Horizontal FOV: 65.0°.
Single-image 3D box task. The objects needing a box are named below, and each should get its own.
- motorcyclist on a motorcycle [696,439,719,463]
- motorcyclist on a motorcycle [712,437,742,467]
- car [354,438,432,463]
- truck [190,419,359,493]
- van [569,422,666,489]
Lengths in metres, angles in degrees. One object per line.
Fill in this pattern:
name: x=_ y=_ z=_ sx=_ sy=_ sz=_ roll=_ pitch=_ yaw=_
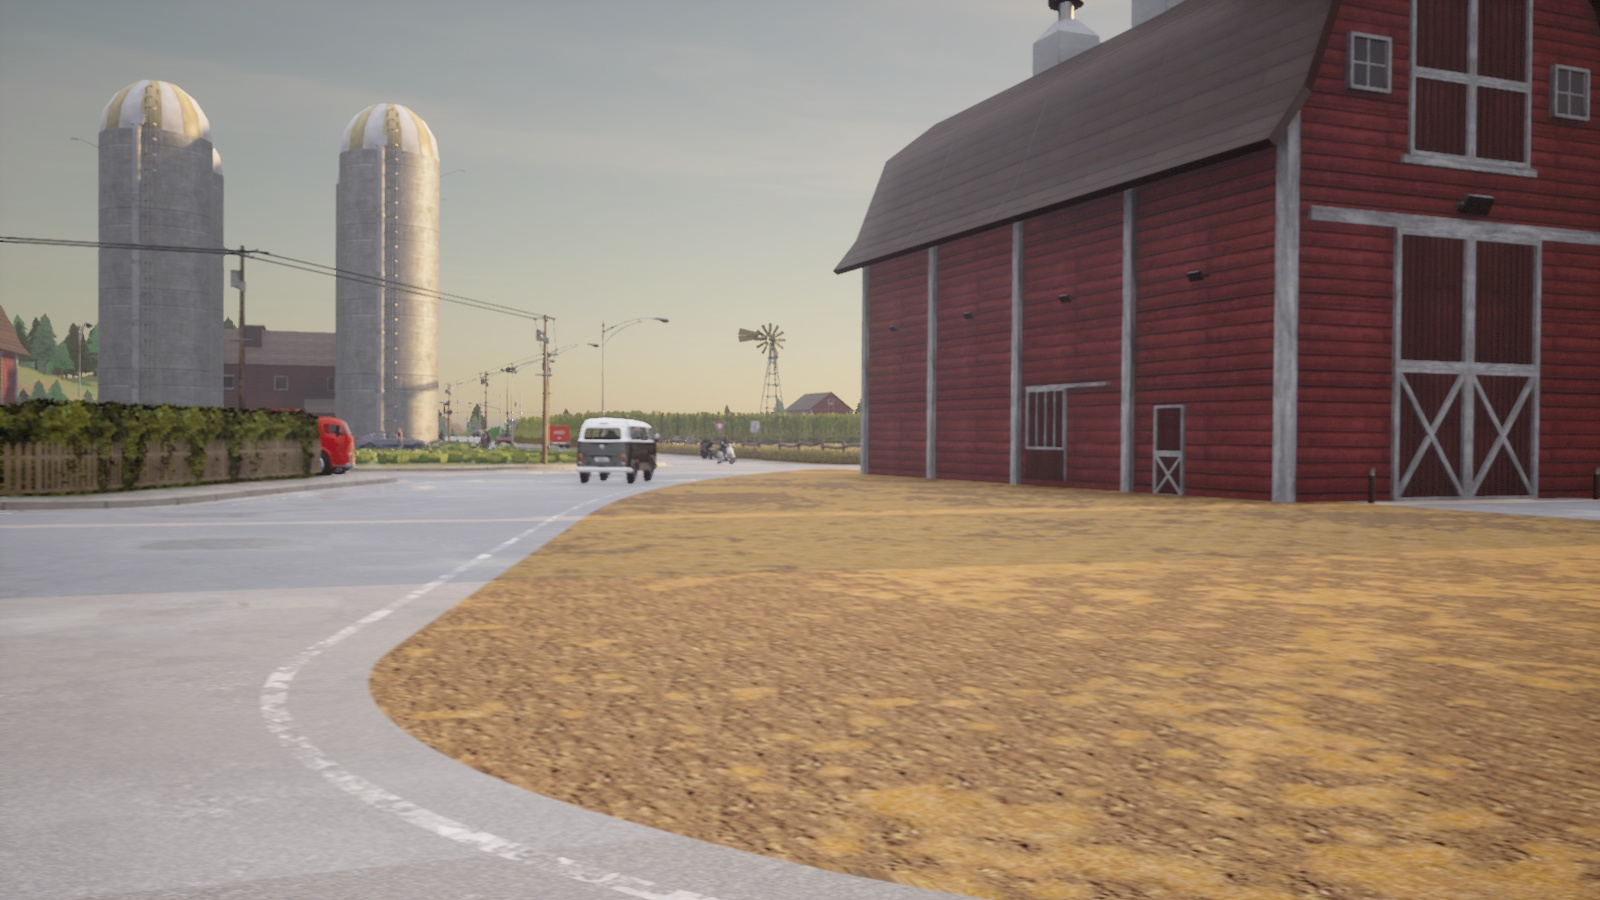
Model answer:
motorcyclist on a motorcycle: x=-6.086 y=0.068 z=82.416 sx=0.866 sy=1.530 sz=2.191 roll=-1 pitch=1 yaw=-21
motorcyclist on a motorcycle: x=-4.021 y=0.114 z=68.976 sx=0.866 sy=1.590 sz=1.817 roll=0 pitch=0 yaw=-34
car: x=-28.581 y=0.052 z=88.101 sx=5.027 sy=1.651 sz=2.152 roll=-1 pitch=1 yaw=-22
truck: x=-18.658 y=0.172 z=44.867 sx=5.204 sy=2.467 sz=2.627 roll=-1 pitch=1 yaw=-14
van: x=-5.822 y=0.151 z=40.615 sx=2.069 sy=2.038 sz=4.480 roll=-1 pitch=0 yaw=5
